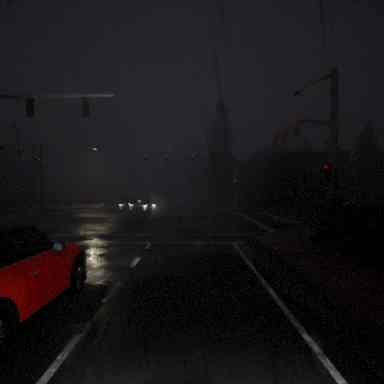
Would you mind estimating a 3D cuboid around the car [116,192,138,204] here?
[{"bbox_3d":[-10.432,1.156,53.742,1.882,1.535,5.008,0,0,-3],"label":"car"}]

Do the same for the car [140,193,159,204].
[{"bbox_3d":[-6.974,1.272,55.065,1.895,1.301,4.718,0,0,-4],"label":"car"}]

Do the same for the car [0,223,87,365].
[{"bbox_3d":[-3.438,1.317,5.756,2.097,1.767,4.553,0,0,0],"label":"car"}]

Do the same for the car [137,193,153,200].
[{"bbox_3d":[-11.077,1.034,78.044,1.837,1.490,4.892,0,0,-35],"label":"car"}]

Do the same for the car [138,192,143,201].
[{"bbox_3d":[-10.974,1.077,70.812,1.837,1.490,4.892,0,0,-25],"label":"car"}]

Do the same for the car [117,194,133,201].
[{"bbox_3d":[-14.074,1.112,69.190,2.128,1.511,4.902,0,0,-25],"label":"car"}]

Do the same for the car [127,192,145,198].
[{"bbox_3d":[-14.809,0.850,88.054,4.902,1.511,2.128,0,0,43],"label":"car"}]

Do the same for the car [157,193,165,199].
[{"bbox_3d":[-8.235,1.046,80.082,2.128,1.511,4.902,0,0,-35],"label":"car"}]

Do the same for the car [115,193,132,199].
[{"bbox_3d":[-17.628,0.975,85.909,4.718,1.301,1.895,0,0,43],"label":"car"}]

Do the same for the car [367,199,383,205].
[{"bbox_3d":[18.998,1.317,31.548,4.892,1.490,1.837,0,0,0],"label":"car"}]
